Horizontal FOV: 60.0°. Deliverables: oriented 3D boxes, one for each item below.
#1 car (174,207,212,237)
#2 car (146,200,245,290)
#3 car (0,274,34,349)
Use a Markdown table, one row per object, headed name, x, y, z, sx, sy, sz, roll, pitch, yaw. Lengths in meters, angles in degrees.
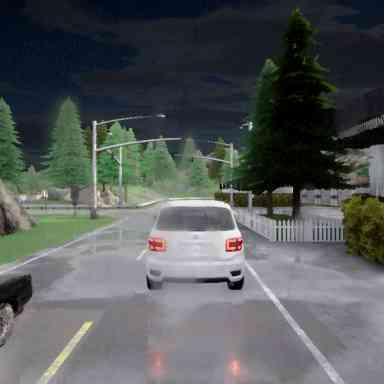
| name | x | y | z | sx | sy | sz | roll | pitch | yaw |
| --- | --- | --- | --- | --- | --- | --- | --- | --- | --- |
| car | 0.018 | 1.601 | 18.977 | 1.895 | 1.301 | 4.718 | 0 | 0 | 0 |
| car | 0.064 | 1.221 | 9.214 | 2.150 | 2.045 | 5.566 | 0 | 0 | 0 |
| car | -3.608 | 1.601 | 3.411 | 1.895 | 1.301 | 4.718 | 0 | 0 | 0 |
